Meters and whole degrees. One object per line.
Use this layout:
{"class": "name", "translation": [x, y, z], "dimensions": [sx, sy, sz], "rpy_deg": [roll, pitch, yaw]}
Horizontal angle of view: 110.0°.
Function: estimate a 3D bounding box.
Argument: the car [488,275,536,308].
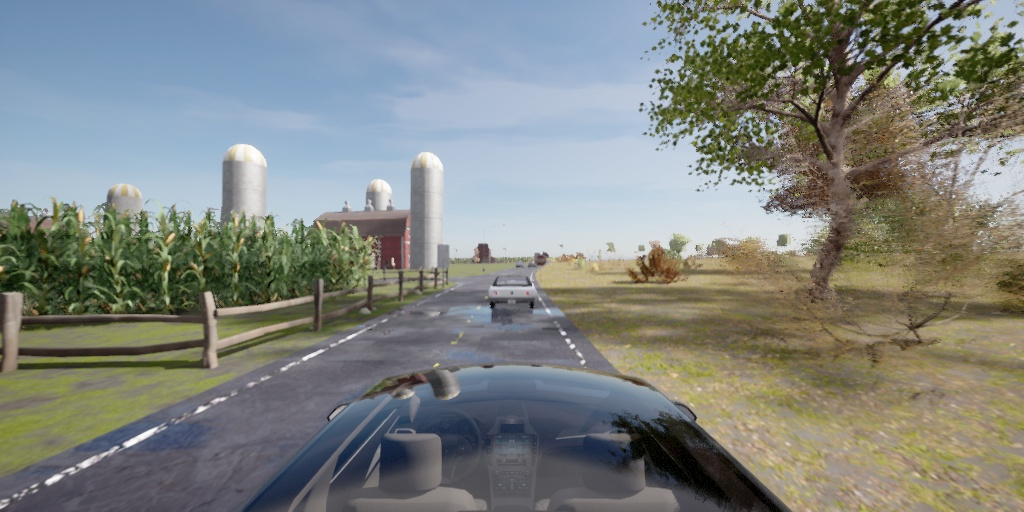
{"class": "car", "translation": [0.017, 1.487, 15.987], "dimensions": [1.895, 1.301, 4.718], "rpy_deg": [0, -1, 1]}
